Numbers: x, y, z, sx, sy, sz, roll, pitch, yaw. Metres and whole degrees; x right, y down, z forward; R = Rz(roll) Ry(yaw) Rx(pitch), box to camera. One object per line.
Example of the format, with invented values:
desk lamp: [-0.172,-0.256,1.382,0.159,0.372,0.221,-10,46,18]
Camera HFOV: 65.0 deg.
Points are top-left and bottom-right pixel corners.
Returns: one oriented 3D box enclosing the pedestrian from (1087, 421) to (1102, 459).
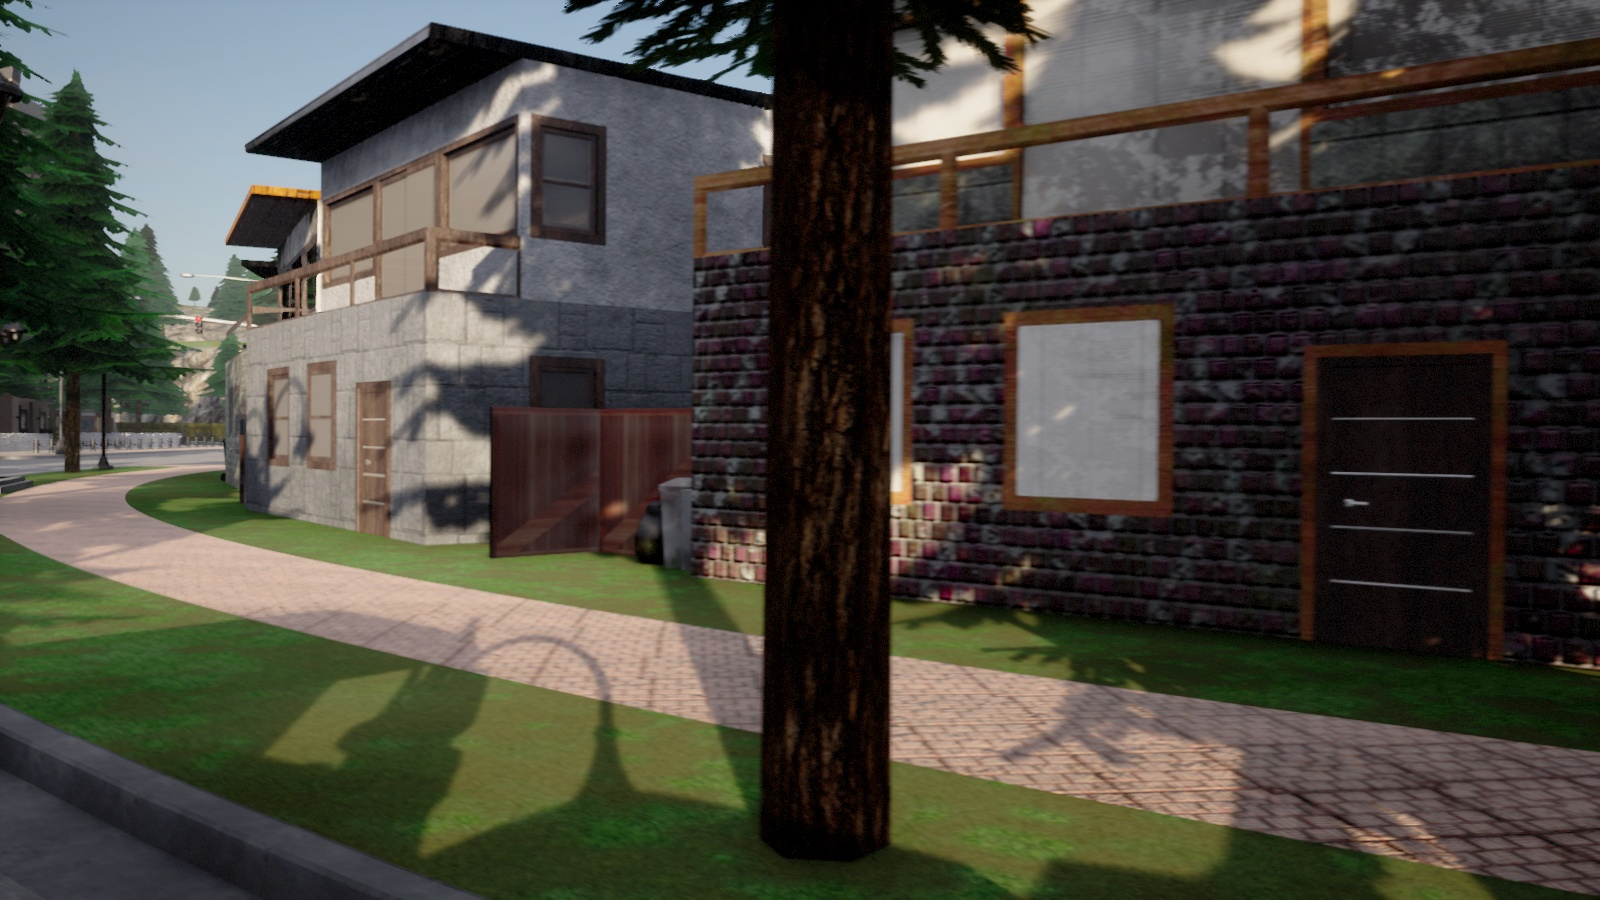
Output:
pedestrian: [14.435,-0.506,61.519,0.634,1.846,0.331,-1,1,-2]
